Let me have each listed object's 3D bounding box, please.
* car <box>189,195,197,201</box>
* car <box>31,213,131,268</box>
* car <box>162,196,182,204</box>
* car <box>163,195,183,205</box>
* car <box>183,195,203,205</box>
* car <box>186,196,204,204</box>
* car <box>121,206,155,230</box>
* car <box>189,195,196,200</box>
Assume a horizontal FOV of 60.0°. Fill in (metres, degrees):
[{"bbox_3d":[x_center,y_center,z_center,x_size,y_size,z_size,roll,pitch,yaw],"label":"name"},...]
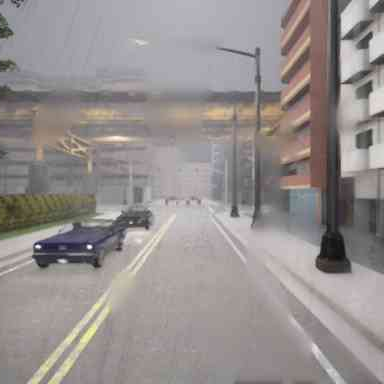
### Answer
[{"bbox_3d":[0.162,1.658,87.474,2.038,1.542,4.974,0,0,0],"label":"car"},{"bbox_3d":[-3.593,1.628,11.465,1.895,1.301,4.718,0,0,0],"label":"car"},{"bbox_3d":[-3.612,1.439,61.233,1.853,1.218,4.536,0,0,25],"label":"car"},{"bbox_3d":[-3.634,1.596,61.185,2.038,1.542,4.974,0,0,25],"label":"car"},{"bbox_3d":[0.526,1.596,60.877,2.038,1.542,4.974,0,0,-20],"label":"car"},{"bbox_3d":[0.508,1.438,60.926,1.853,1.218,4.536,0,0,-20],"label":"car"},{"bbox_3d":[-3.564,1.615,21.489,1.994,1.385,4.181,0,0,0],"label":"car"},{"bbox_3d":[0.162,1.501,87.526,1.853,1.218,4.536,0,0,0],"label":"car"}]
